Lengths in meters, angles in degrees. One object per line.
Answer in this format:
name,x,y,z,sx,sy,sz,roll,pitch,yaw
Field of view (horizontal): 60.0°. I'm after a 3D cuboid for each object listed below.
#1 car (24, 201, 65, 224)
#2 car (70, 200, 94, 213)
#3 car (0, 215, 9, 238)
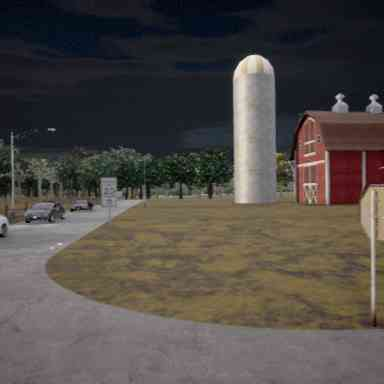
car,-11.072,1.506,25.296,1.837,1.490,4.892,-1,0,-6
car,-12.465,1.590,37.918,1.994,1.385,4.181,-1,0,-6
car,-9.954,1.528,14.924,1.812,1.442,4.674,-1,0,-5
